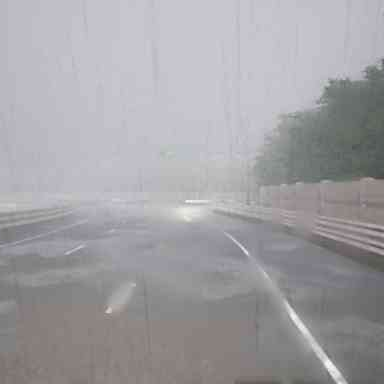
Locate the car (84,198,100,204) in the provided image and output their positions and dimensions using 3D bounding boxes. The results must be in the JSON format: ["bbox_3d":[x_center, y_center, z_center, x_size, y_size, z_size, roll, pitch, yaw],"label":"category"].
[{"bbox_3d":[-25.605,2.265,84.939,2.128,1.511,4.902,1,-1,-43],"label":"car"}]

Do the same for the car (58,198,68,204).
[{"bbox_3d":[-30.915,2.221,80.378,1.994,1.385,4.181,1,-1,-43],"label":"car"}]

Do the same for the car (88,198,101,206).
[{"bbox_3d":[-21.938,2.277,74.417,2.128,1.511,4.902,1,-1,-37],"label":"car"}]

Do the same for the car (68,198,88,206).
[{"bbox_3d":[-24.875,2.271,72.516,1.994,1.385,4.181,1,-1,-37],"label":"car"}]

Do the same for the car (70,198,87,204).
[{"bbox_3d":[-28.260,2.244,82.659,2.033,1.411,5.357,1,-1,-43],"label":"car"}]
